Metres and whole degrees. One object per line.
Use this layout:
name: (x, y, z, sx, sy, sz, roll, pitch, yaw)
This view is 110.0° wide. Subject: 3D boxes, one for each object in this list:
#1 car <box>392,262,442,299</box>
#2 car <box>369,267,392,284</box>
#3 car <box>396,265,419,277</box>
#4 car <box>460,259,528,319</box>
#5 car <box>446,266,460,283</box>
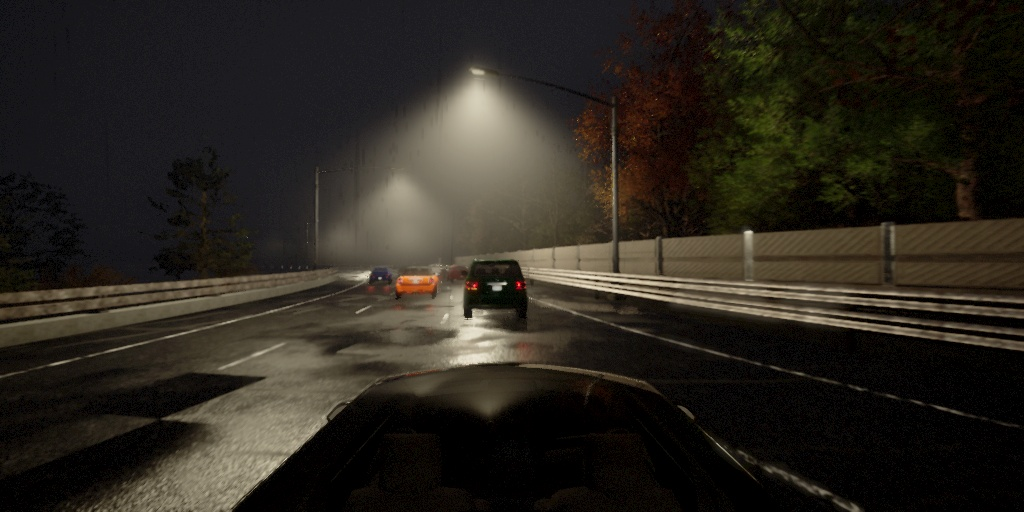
car: (-5.323, 1.385, 20.572, 2.097, 1.767, 4.553, 0, -1, -10)
car: (-11.886, 1.751, 32.628, 1.812, 1.442, 4.674, 0, -1, -17)
car: (-14.104, 1.998, 48.196, 2.033, 1.411, 5.357, 0, -1, -25)
car: (-0.752, 1.142, 13.864, 2.150, 2.045, 5.566, 0, -1, -6)
car: (-5.146, 1.699, 34.196, 1.882, 1.535, 5.008, 0, -1, -17)
